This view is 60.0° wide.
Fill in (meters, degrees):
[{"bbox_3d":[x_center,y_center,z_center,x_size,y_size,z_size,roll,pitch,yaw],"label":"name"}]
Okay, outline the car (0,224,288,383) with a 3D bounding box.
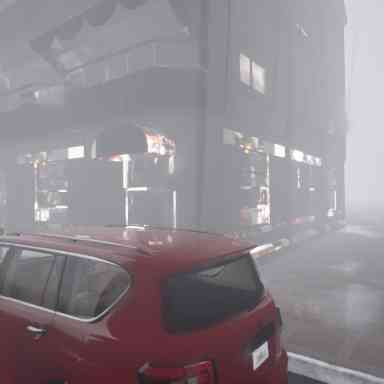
[{"bbox_3d":[-1.426,1.316,3.899,5.009,1.841,2.192,0,-1,35],"label":"car"}]
